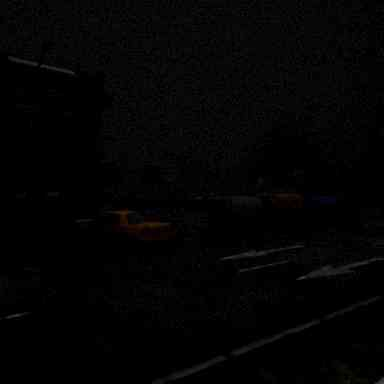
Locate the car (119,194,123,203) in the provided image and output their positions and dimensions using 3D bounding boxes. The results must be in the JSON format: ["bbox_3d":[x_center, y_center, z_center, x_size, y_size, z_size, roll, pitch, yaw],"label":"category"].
[{"bbox_3d":[-8.761,1.051,50.707,2.097,1.535,5.008,0,-1,36],"label":"car"}]

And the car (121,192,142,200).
[{"bbox_3d":[-16.664,1.248,91.861,2.435,2.045,5.566,1,-2,35],"label":"car"}]

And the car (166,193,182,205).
[{"bbox_3d":[-0.339,1.049,38.553,2.231,1.521,4.892,0,-1,35],"label":"car"}]

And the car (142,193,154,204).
[{"bbox_3d":[-3.608,1.048,43.573,1.946,1.575,5.366,0,-1,35],"label":"car"}]

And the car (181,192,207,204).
[{"bbox_3d":[0.535,1.245,66.980,2.435,2.045,5.566,1,-1,35],"label":"car"}]

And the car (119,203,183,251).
[{"bbox_3d":[-3.226,1.421,13.816,5.366,1.575,1.946,-1,0,35],"label":"car"}]

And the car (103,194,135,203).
[{"bbox_3d":[-12.144,1.051,55.577,2.097,1.535,5.008,1,0,35],"label":"car"}]

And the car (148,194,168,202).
[{"bbox_3d":[-8.091,1.373,79.395,2.185,1.767,4.553,1,-2,35],"label":"car"}]

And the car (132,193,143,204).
[{"bbox_3d":[-5.393,1.051,45.844,2.231,1.521,4.892,0,-1,35],"label":"car"}]

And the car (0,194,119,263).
[{"bbox_3d":[-5.569,1.197,11.976,5.566,2.045,2.435,-1,0,35],"label":"car"}]

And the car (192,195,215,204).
[{"bbox_3d":[2.257,1.498,64.514,2.231,1.521,4.892,1,-2,35],"label":"car"}]

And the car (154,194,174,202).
[{"bbox_3d":[-6.357,1.373,76.911,2.185,1.767,4.553,1,-2,35],"label":"car"}]

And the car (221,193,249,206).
[{"bbox_3d":[7.436,1.243,57.047,2.435,2.045,5.566,1,-1,35],"label":"car"}]

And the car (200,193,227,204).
[{"bbox_3d":[4.023,1.247,62.063,2.435,2.045,5.566,1,-2,35],"label":"car"}]

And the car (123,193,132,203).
[{"bbox_3d":[-7.093,1.079,48.254,2.163,1.488,4.792,1,0,35],"label":"car"}]

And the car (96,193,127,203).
[{"bbox_3d":[-13.927,1.047,57.850,1.946,1.575,5.366,1,0,35],"label":"car"}]

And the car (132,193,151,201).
[{"bbox_3d":[-13.204,1.375,86.888,2.185,1.767,4.553,1,-1,35],"label":"car"}]

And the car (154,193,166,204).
[{"bbox_3d":[-2.041,0.923,40.964,2.185,1.767,4.553,0,-1,35],"label":"car"}]

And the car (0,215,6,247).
[{"bbox_3d":[-8.001,1.508,10.221,4.674,1.452,2.002,-1,-1,35],"label":"car"}]

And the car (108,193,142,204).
[{"bbox_3d":[-10.554,1.046,52.988,1.946,1.575,5.366,1,0,35],"label":"car"}]

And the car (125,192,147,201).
[{"bbox_3d":[-14.953,1.247,89.324,2.435,2.045,5.566,1,-1,35],"label":"car"}]

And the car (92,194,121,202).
[{"bbox_3d":[-15.505,1.082,60.463,2.163,1.488,4.792,0,-1,35],"label":"car"}]

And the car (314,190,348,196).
[{"bbox_3d":[17.795,1.242,42.201,2.435,2.045,5.566,1,-2,35],"label":"car"}]

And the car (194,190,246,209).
[{"bbox_3d":[3.031,0.796,33.670,2.435,2.045,5.566,1,0,35],"label":"car"}]

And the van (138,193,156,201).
[{"bbox_3d":[-11.439,1.278,84.482,1.878,1.987,4.442,1,-2,35],"label":"van"}]

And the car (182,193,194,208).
[{"bbox_3d":[1.350,1.088,36.125,2.002,1.452,4.674,1,0,35],"label":"car"}]

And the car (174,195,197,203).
[{"bbox_3d":[-1.278,1.488,69.328,1.946,1.575,5.366,1,-1,35],"label":"car"}]

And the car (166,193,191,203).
[{"bbox_3d":[-2.872,1.248,71.995,2.435,2.045,5.566,1,-2,35],"label":"car"}]
